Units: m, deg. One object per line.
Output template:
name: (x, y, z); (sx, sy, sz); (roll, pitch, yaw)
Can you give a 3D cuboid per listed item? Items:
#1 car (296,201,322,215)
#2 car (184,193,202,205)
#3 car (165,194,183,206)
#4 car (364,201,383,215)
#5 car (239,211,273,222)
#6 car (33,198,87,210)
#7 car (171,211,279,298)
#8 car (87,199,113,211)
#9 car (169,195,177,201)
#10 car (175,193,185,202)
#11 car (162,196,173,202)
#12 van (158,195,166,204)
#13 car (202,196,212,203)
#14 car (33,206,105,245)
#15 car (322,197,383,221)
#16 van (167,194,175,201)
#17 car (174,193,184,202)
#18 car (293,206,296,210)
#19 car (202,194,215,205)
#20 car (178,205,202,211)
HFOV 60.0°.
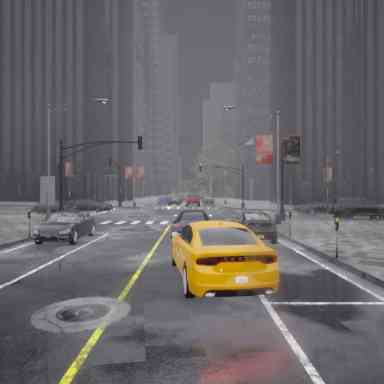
car: (14.749, 1.814, 37.599); (4.892, 1.490, 1.837); (1, 0, 1)
car: (0.220, 1.240, 55.202); (2.150, 2.045, 5.566); (0, 0, 1)
car: (-2.912, 1.496, 55.322); (1.882, 1.535, 5.008); (0, 0, 1)
car: (24.110, 1.983, 40.821); (4.902, 1.511, 2.128); (1, 0, 0)
car: (2.761, 1.553, 15.477); (2.008, 1.369, 4.403); (0, 0, 0)
car: (-12.477, 1.366, 30.985); (4.181, 1.385, 1.994); (1, 0, 0)
car: (0.555, 1.479, 8.639); (1.882, 1.535, 5.008); (0, 0, -9)
car: (-11.047, 1.383, 34.554); (5.357, 1.411, 2.033); (1, 0, -4)
car: (-5.291, 1.584, 90.808); (1.887, 1.381, 4.507); (0, 0, 1)
car: (-2.665, 1.255, 75.493); (2.150, 2.045, 5.566); (0, 0, 1)
car: (-5.437, 1.595, 74.271); (1.947, 1.339, 4.313); (0, 0, 1)
van: (-5.534, 1.363, 63.247); (1.690, 1.788, 3.998); (0, 0, 1)
car: (3.039, 1.576, 68.686); (2.008, 1.369, 4.403); (0, 0, 1)
car: (-5.764, 1.553, 15.479); (2.008, 1.369, 4.403); (0, 0, 0)
car: (15.548, 1.530, 30.901); (5.566, 2.045, 2.150); (1, 0, 0)
van: (-5.339, 1.377, 85.296); (1.690, 1.788, 3.998); (0, 0, 1)
car: (-2.801, 1.515, 64.897); (2.128, 1.511, 4.902); (0, 0, 1)
car: (14.899, 1.844, 40.859); (4.674, 1.442, 1.812); (1, 0, 2)
car: (2.941, 1.570, 57.660); (2.008, 1.369, 4.403); (0, 0, 1)
car: (0.049, 1.566, 16.168); (1.994, 1.385, 4.181); (0, 0, 0)
